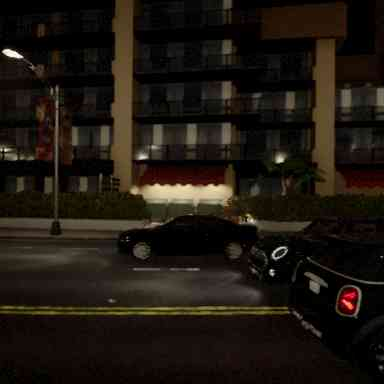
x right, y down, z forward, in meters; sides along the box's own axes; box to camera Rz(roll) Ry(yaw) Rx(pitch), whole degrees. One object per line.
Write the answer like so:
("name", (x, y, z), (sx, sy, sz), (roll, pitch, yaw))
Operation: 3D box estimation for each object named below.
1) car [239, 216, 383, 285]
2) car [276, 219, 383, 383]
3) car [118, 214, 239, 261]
("car", (3.806, 1.430, 8.687), (4.553, 1.767, 2.097), (1, 0, -6))
("car", (3.889, 1.412, 5.003), (4.553, 1.767, 2.097), (0, 0, -5))
("car", (-0.086, 1.537, 11.916), (5.008, 1.535, 1.882), (1, 0, -3))
